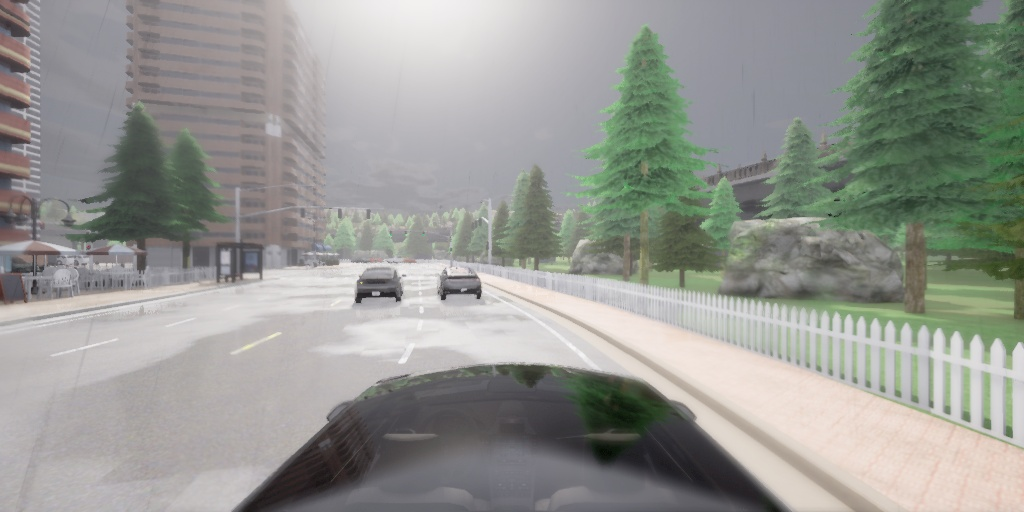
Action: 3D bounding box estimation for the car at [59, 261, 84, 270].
[{"bbox_3d":[-47.489,1.457,36.374,4.718,1.301,1.895,0,0,-15],"label":"car"}]

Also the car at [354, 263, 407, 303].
[{"bbox_3d":[-6.055,1.264,16.680,1.837,1.490,4.892,0,0,-15],"label":"car"}]

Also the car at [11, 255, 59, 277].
[{"bbox_3d":[-46.595,1.129,32.990,5.566,2.045,2.150,0,0,-15],"label":"car"}]

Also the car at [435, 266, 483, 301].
[{"bbox_3d":[-2.670,1.243,17.571,2.128,1.511,4.902,0,0,-15],"label":"car"}]
